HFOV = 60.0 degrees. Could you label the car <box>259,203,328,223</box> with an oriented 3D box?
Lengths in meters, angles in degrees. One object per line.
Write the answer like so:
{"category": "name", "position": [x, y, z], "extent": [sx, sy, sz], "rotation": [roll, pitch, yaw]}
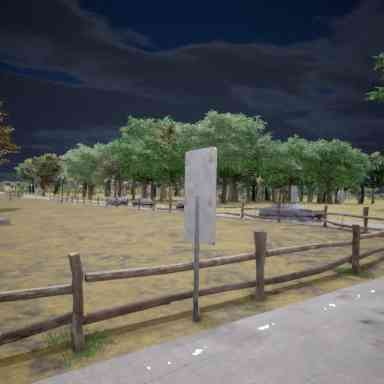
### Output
{"category": "car", "position": [7.738, 1.569, 25.914], "extent": [2.033, 1.411, 5.357], "rotation": [2, -1, -35]}

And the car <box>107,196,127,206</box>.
{"category": "car", "position": [-11.975, 1.552, 53.715], "extent": [2.033, 1.411, 5.357], "rotation": [2, -1, -35]}

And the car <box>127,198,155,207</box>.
{"category": "car", "position": [-7.719, 1.629, 52.583], "extent": [2.033, 1.411, 5.357], "rotation": [2, -1, -35]}

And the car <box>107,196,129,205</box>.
{"category": "car", "position": [-13.569, 1.554, 60.701], "extent": [2.128, 1.511, 4.902], "rotation": [2, -1, -35]}

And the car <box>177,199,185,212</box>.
{"category": "car", "position": [0.214, 1.504, 36.465], "extent": [2.128, 1.511, 4.902], "rotation": [2, -1, -36]}
